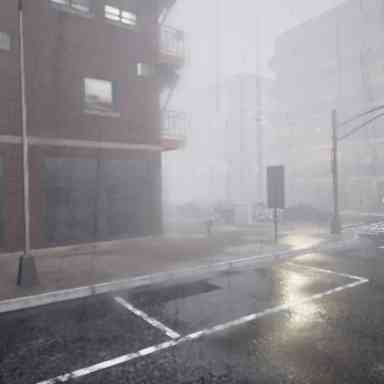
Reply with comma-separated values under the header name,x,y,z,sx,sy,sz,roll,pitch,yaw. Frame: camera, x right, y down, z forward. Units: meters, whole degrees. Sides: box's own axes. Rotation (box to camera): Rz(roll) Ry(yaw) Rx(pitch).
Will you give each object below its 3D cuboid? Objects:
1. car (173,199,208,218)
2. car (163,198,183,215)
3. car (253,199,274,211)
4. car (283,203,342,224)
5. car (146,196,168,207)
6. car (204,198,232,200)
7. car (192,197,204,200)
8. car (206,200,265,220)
name,x,y,z,sx,sy,sz,roll,pitch,yaw
car,0.269,1.693,32.132,1.802,1.307,4.206,-2,1,-35
car,-2.971,1.720,36.731,2.008,1.369,4.403,-2,1,-35
car,7.110,1.454,36.909,2.008,1.369,4.403,-2,1,-35
car,8.804,1.547,24.641,1.994,1.385,4.181,-2,1,-35
car,-5.850,1.581,55.306,1.967,1.590,4.097,-3,1,-35
car,3.872,1.527,41.509,1.947,1.339,4.313,-3,1,-35
car,0.628,1.460,46.106,1.967,1.590,4.097,-3,1,-35
car,3.508,1.606,27.532,2.008,1.369,4.403,-2,1,-35
